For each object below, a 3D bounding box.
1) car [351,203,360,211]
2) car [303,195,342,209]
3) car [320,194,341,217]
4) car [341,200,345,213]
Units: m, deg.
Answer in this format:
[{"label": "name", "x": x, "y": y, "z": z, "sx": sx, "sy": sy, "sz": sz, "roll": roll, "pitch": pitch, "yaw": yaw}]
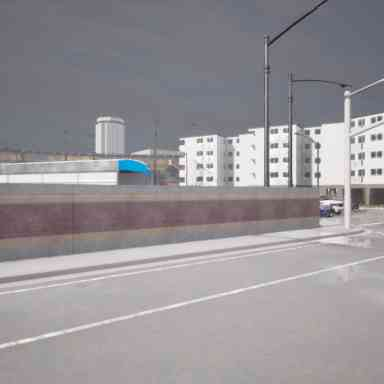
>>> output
[{"label": "car", "x": 17.302, "y": 1.605, "z": 39.693, "sx": 1.895, "sy": 1.301, "sz": 4.718, "roll": 0, "pitch": 0, "yaw": -35}, {"label": "car", "x": 17.638, "y": 1.356, "z": 45.098, "sx": 2.097, "sy": 1.767, "sz": 4.553, "roll": 0, "pitch": 0, "yaw": -37}, {"label": "car", "x": 10.708, "y": 1.355, "z": 30.364, "sx": 2.097, "sy": 1.767, "sz": 4.553, "roll": 0, "pitch": 0, "yaw": -33}, {"label": "car", "x": 12.619, "y": 1.225, "z": 33.798, "sx": 2.150, "sy": 2.045, "sz": 5.566, "roll": 0, "pitch": 0, "yaw": -35}]
